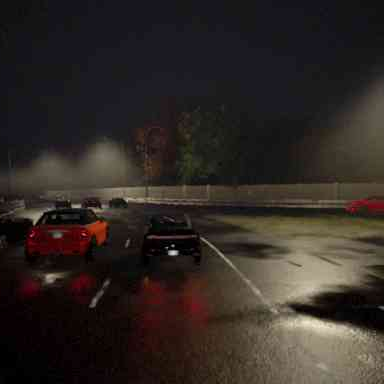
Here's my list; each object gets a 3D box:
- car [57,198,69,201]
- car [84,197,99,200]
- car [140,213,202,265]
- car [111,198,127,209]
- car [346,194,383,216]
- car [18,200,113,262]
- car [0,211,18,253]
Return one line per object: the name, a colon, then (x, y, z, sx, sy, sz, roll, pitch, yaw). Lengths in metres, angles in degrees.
car: (-17.302, 1.561, 44.649, 2.128, 1.511, 4.902, 0, 0, -26)
car: (-13.843, 1.406, 45.530, 2.097, 1.767, 4.553, 0, 0, -26)
car: (-0.802, 1.495, 11.742, 2.128, 1.511, 4.902, 0, 0, -6)
car: (-10.470, 1.549, 46.591, 1.837, 1.490, 4.892, 0, 1, -26)
car: (17.406, 1.159, 30.919, 5.566, 2.045, 2.150, 0, 0, 12)
car: (-4.419, 1.369, 12.457, 2.097, 1.767, 4.553, 0, 0, -6)
car: (-8.069, 1.523, 13.673, 2.128, 1.511, 4.902, 0, 0, -7)
